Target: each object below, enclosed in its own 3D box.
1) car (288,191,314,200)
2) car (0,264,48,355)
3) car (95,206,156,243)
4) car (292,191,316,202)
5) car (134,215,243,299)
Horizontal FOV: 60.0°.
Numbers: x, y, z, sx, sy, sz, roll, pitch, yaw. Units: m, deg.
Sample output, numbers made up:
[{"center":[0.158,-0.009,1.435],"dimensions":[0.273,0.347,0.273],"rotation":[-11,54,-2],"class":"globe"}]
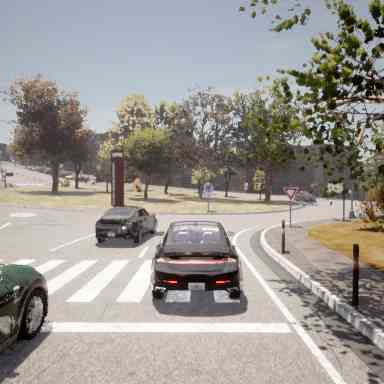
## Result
[{"center":[19.660,0.583,60.090],"dimensions":[1.882,1.535,5.008],"rotation":[0,2,-17],"class":"car"},{"center":[-3.402,1.346,3.626],"dimensions":[2.097,1.767,4.553],"rotation":[0,0,0],"class":"car"},{"center":[-2.915,1.417,15.554],"dimensions":[1.837,1.490,4.892],"rotation":[0,0,6],"class":"car"},{"center":[18.039,0.846,53.760],"dimensions":[2.033,1.411,5.357],"rotation":[0,2,-6],"class":"car"},{"center":[0.097,1.463,8.377],"dimensions":[2.128,1.511,4.902],"rotation":[0,0,0],"class":"car"}]
